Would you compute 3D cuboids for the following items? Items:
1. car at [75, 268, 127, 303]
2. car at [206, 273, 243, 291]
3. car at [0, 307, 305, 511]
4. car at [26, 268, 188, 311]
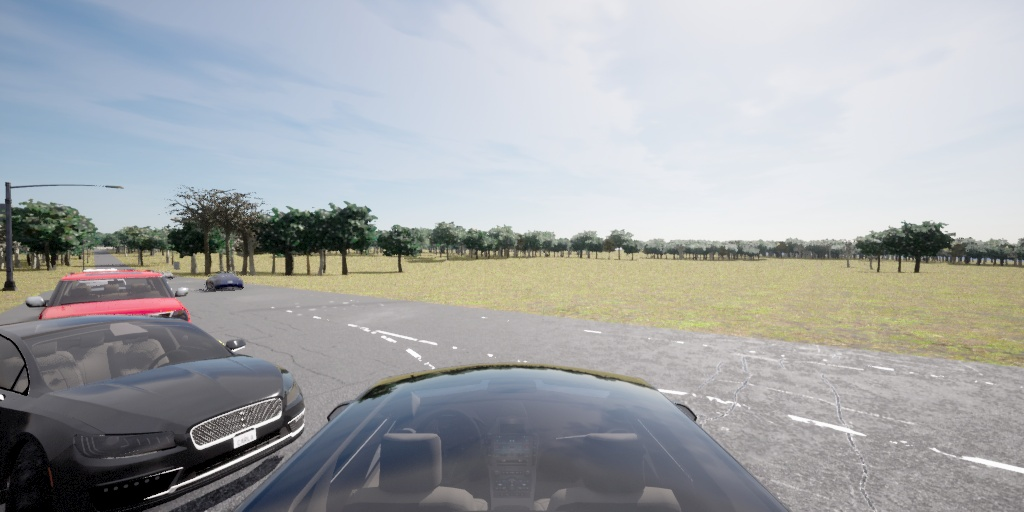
[{"bbox_3d":[-28.171,1.889,24.593,5.566,2.045,2.150,-2,0,41],"label":"car"},{"bbox_3d":[-24.816,2.163,30.927,4.181,1.385,1.994,-2,0,41],"label":"car"},{"bbox_3d":[-4.578,1.445,3.972,4.892,1.490,1.837,-3,-3,21],"label":"car"},{"bbox_3d":[-9.510,1.385,8.595,5.566,2.045,2.150,-2,0,41],"label":"car"}]
